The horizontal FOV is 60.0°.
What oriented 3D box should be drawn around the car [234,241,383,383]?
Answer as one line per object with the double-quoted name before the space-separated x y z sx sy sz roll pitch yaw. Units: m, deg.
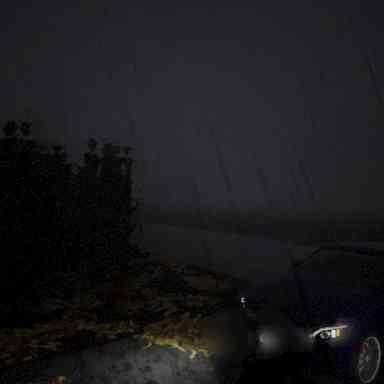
"car" 2.816 1.602 5.510 4.674 1.442 1.812 1 -1 -35
